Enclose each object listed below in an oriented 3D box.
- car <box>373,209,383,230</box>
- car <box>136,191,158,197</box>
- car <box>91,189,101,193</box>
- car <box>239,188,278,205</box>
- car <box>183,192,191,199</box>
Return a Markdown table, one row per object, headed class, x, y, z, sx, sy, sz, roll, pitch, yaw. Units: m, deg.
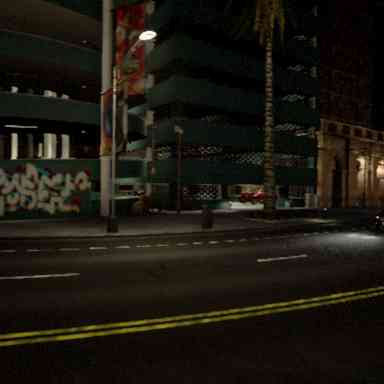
| class | x | y | z | sx | sy | sz | roll | pitch | yaw |
| --- | --- | --- | --- | --- | --- | --- | --- | --- | --- |
| car | 12.239 | 1.404 | 18.866 | 4.902 | 1.511 | 2.128 | 1 | 1 | -34 |
| car | -8.872 | 0.285 | 66.648 | 4.786 | 1.482 | 2.161 | 0 | 1 | -34 |
| car | -16.615 | 0.219 | 56.361 | 4.674 | 1.452 | 2.002 | 0 | 1 | -34 |
| car | 8.462 | 0.539 | 42.036 | 5.566 | 2.045 | 2.435 | 0 | 1 | -34 |
| car | -2.670 | 0.578 | 56.840 | 4.718 | 1.301 | 1.895 | 0 | 1 | -34 |
